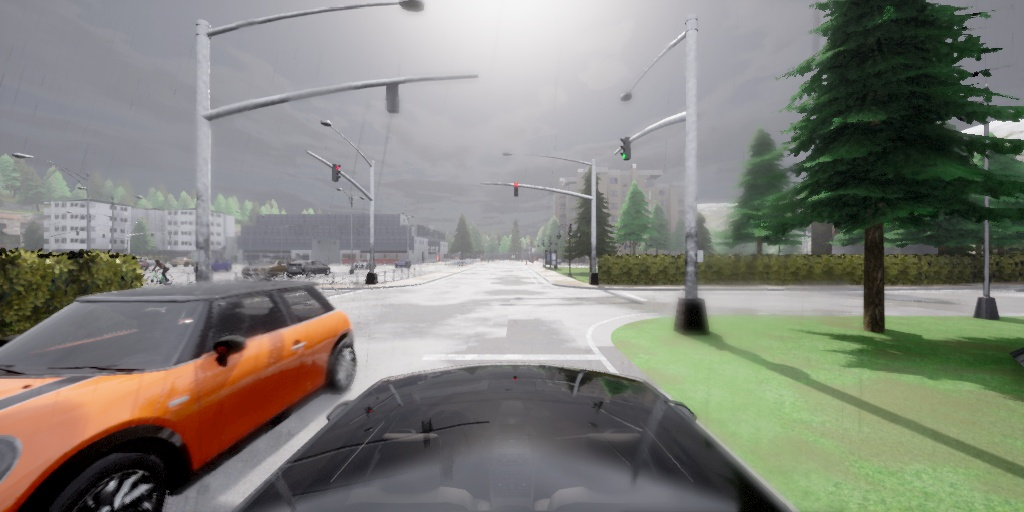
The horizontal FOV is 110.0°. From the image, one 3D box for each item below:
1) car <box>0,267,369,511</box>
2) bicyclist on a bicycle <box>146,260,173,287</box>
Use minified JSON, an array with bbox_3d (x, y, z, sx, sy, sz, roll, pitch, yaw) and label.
[{"bbox_3d":[-3.461,1.102,3.617,2.097,1.767,4.553,0,0,1],"label":"car"},{"bbox_3d":[-21.760,1.049,22.163,0.582,1.620,1.656,0,0,1],"label":"bicyclist on a bicycle"}]
